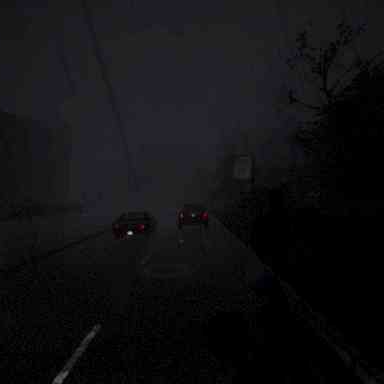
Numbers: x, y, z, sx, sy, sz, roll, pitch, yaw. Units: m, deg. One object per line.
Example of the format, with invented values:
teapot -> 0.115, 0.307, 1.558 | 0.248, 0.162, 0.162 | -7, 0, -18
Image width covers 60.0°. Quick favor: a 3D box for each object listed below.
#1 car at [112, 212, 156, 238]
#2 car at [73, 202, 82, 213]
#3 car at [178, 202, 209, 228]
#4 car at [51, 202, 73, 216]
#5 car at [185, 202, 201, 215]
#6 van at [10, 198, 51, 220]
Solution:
car -> -3.151, 1.817, 19.145 | 1.895, 1.301, 4.718 | 0, -1, 0
car -> -15.601, 1.985, 42.864 | 2.002, 1.452, 4.674 | -2, -1, 0
car -> 0.098, 1.629, 24.464 | 2.097, 1.767, 4.553 | 0, -1, 0
car -> -15.570, 1.911, 37.368 | 2.163, 1.488, 4.792 | 0, -1, 0
car -> 0.104, 1.974, 41.847 | 1.837, 1.490, 4.892 | 0, -1, 0
van -> -15.554, 1.592, 31.760 | 1.878, 1.987, 4.442 | 0, -1, 0
